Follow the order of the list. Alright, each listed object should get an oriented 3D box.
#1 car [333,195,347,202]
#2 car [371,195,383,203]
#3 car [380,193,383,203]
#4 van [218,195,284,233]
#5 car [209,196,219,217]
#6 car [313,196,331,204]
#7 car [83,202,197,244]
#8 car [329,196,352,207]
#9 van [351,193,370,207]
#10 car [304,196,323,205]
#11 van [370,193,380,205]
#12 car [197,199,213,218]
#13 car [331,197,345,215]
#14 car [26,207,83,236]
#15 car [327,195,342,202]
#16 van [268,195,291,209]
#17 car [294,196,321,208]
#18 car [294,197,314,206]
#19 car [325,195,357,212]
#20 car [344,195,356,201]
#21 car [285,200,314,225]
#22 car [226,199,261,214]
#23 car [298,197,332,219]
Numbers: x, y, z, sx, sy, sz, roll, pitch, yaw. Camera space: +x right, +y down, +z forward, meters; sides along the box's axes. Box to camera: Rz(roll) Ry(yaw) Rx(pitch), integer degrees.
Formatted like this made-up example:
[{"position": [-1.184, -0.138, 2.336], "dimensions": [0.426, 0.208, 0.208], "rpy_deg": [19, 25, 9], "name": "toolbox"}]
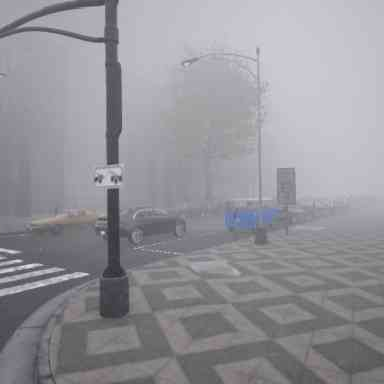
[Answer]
[{"position": [33.147, 1.416, 74.357], "dimensions": [1.887, 1.381, 4.507], "rpy_deg": [-1, -1, 36], "name": "car"}, {"position": [34.996, 1.304, 62.334], "dimensions": [1.947, 1.339, 4.313], "rpy_deg": [-1, -1, 36], "name": "car"}, {"position": [31.932, 1.275, 58.079], "dimensions": [1.752, 1.417, 4.829], "rpy_deg": [-1, -1, 36], "name": "car"}, {"position": [3.371, 1.213, 18.400], "dimensions": [1.690, 1.788, 3.998], "rpy_deg": [-1, 0, 36], "name": "van"}, {"position": [2.569, 1.307, 31.878], "dimensions": [2.192, 1.841, 5.009], "rpy_deg": [-1, 0, 36], "name": "car"}, {"position": [24.200, 1.454, 61.926], "dimensions": [2.008, 1.369, 4.403], "rpy_deg": [-1, -1, 36], "name": "car"}, {"position": [-2.186, 1.429, 15.408], "dimensions": [2.128, 1.511, 4.902], "rpy_deg": [-1, -1, 36], "name": "car"}, {"position": [21.784, 1.376, 48.710], "dimensions": [2.033, 1.411, 5.357], "rpy_deg": [-1, -1, 36], "name": "car"}, {"position": [22.344, 1.128, 44.761], "dimensions": [1.690, 1.788, 3.998], "rpy_deg": [-1, 0, 36], "name": "van"}, {"position": [21.011, 1.440, 57.495], "dimensions": [1.752, 1.417, 4.829], "rpy_deg": [-1, -1, 36], "name": "car"}, {"position": [28.668, 1.103, 53.549], "dimensions": [1.690, 1.788, 3.998], "rpy_deg": [-1, -1, 36], "name": "van"}, {"position": [-0.517, 1.552, 27.584], "dimensions": [1.887, 1.381, 4.507], "rpy_deg": [-1, 0, 36], "name": "car"}, {"position": [12.861, 1.409, 31.579], "dimensions": [1.802, 1.307, 4.206], "rpy_deg": [-1, 0, 36], "name": "car"}, {"position": [-6.802, 1.564, 18.862], "dimensions": [1.752, 1.417, 4.829], "rpy_deg": [-1, 0, 36], "name": "car"}, {"position": [29.967, 1.433, 69.939], "dimensions": [2.008, 1.369, 4.403], "rpy_deg": [-1, -1, 36], "name": "car"}, {"position": [11.838, 1.293, 44.756], "dimensions": [1.690, 1.788, 3.998], "rpy_deg": [-1, 0, 36], "name": "van"}, {"position": [15.942, 1.387, 45.730], "dimensions": [2.128, 1.511, 4.902], "rpy_deg": [-1, -1, 36], "name": "car"}, {"position": [18.020, 1.492, 53.340], "dimensions": [1.947, 1.339, 4.313], "rpy_deg": [-1, 0, 36], "name": "car"}, {"position": [16.022, 1.364, 35.973], "dimensions": [2.008, 1.369, 4.403], "rpy_deg": [-1, 0, 36], "name": "car"}, {"position": [39.508, 1.402, 83.195], "dimensions": [2.008, 1.369, 4.403], "rpy_deg": [-1, -1, 36], "name": "car"}, {"position": [6.536, 1.422, 22.792], "dimensions": [1.947, 1.339, 4.313], "rpy_deg": [-1, 0, 36], "name": "car"}, {"position": [5.662, 1.529, 36.170], "dimensions": [2.008, 1.369, 4.403], "rpy_deg": [-1, 0, 36], "name": "car"}, {"position": [9.698, 1.386, 27.185], "dimensions": [1.887, 1.381, 4.507], "rpy_deg": [-1, 0, 36], "name": "car"}]
